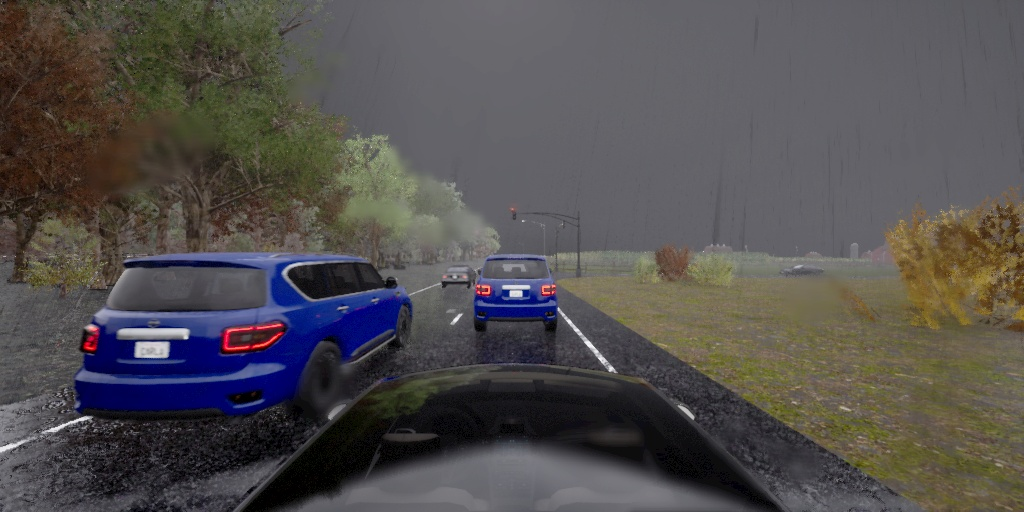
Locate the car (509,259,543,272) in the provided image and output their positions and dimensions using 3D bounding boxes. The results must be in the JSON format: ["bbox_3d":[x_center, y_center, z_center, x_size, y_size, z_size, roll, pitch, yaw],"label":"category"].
[{"bbox_3d":[1.897,1.251,49.496,2.128,1.511,4.902,-1,1,-34],"label":"car"}]

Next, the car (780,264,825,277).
[{"bbox_3d":[34.761,1.713,42.960,4.674,1.442,1.812,0,-1,0],"label":"car"}]

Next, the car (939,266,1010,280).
[{"bbox_3d":[50.983,1.851,39.284,5.357,1.411,2.033,1,-1,1],"label":"car"}]

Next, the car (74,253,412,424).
[{"bbox_3d":[-3.407,0.974,6.074,2.150,2.045,5.566,0,0,0],"label":"car"}]

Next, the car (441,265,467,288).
[{"bbox_3d":[-3.423,1.302,23.900,2.033,1.411,5.357,0,0,0],"label":"car"}]

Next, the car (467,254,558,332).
[{"bbox_3d":[0.090,0.974,11.065,2.150,2.045,5.566,0,0,0],"label":"car"}]

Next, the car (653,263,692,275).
[{"bbox_3d":[19.297,1.544,43.023,4.674,1.442,1.812,1,-1,0],"label":"car"}]
